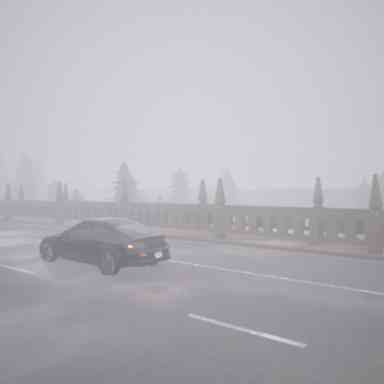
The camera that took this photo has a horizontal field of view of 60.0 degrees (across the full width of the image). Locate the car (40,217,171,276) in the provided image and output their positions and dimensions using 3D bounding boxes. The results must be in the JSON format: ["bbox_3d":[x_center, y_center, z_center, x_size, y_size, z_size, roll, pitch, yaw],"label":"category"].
[{"bbox_3d":[-2.770,1.512,10.268,4.674,1.442,1.812,0,0,35],"label":"car"}]
